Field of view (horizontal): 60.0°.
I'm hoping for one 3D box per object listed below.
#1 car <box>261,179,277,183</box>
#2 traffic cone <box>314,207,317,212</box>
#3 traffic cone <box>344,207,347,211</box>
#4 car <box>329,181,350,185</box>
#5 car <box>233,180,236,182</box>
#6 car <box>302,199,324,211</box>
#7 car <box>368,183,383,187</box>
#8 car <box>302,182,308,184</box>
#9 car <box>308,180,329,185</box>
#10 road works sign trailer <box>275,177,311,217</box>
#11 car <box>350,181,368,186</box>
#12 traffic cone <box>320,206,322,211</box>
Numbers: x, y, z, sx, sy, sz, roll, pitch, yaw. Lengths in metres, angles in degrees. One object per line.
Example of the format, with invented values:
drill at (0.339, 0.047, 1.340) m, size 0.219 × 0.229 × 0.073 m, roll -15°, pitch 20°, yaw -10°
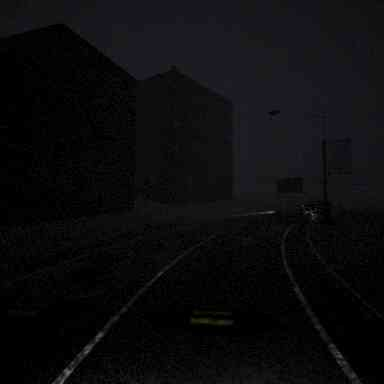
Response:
car at (18.395, -2.233, 76.725) m, size 4.892 × 1.521 × 2.231 m, roll 1°, pitch -5°, yaw -11°
traffic cone at (15.029, 2.079, 40.464) m, size 0.340 × 0.580 × 0.340 m, roll -4°, pitch -3°, yaw 38°
traffic cone at (18.616, 1.942, 40.180) m, size 0.340 × 0.580 × 0.340 m, roll -4°, pitch -3°, yaw 38°
car at (34.604, -1.889, 80.356) m, size 5.008 × 1.535 × 2.097 m, roll 1°, pitch -5°, yaw -14°
car at (7.671, -2.516, 74.567) m, size 4.553 × 1.767 × 2.185 m, roll 1°, pitch -5°, yaw -11°
car at (16.323, 1.726, 43.935) m, size 4.892 × 1.490 × 1.837 m, roll 0°, pitch -4°, yaw -42°
car at (45.432, -1.561, 83.396) m, size 4.792 × 1.488 × 2.163 m, roll 2°, pitch -5°, yaw -16°
car at (23.803, -2.140, 77.827) m, size 4.892 × 1.521 × 2.231 m, roll 1°, pitch -5°, yaw -12°
car at (29.217, -1.982, 79.030) m, size 4.674 × 1.452 × 2.002 m, roll 1°, pitch -5°, yaw -13°
road works sign trailer at (9.239, 0.484, 31.141) m, size 2.380 × 3.560 × 2.880 m, roll -3°, pitch -2°, yaw 33°
car at (39.939, -1.872, 81.796) m, size 4.553 × 1.767 × 2.185 m, roll 2°, pitch -5°, yaw -15°
traffic cone at (16.269, 2.099, 42.032) m, size 0.340 × 0.580 × 0.340 m, roll -4°, pitch -3°, yaw 38°
